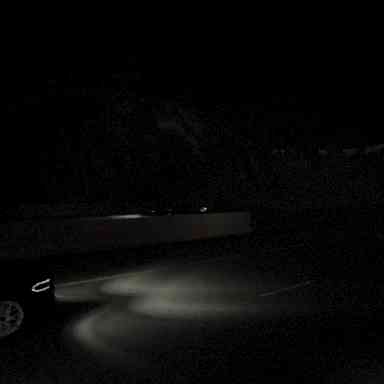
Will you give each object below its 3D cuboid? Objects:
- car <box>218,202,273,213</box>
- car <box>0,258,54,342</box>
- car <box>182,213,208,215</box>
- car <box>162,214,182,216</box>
[{"bbox_3d":[4.219,1.500,25.387,4.902,1.511,2.128,0,0,-41],"label":"car"},{"bbox_3d":[-4.664,1.489,4.787,5.008,1.535,1.882,0,0,-35],"label":"car"},{"bbox_3d":[1.805,1.365,27.929,4.553,1.767,2.097,0,0,-41],"label":"car"},{"bbox_3d":[-0.706,1.497,30.376,5.008,1.535,1.882,0,0,-41],"label":"car"}]
